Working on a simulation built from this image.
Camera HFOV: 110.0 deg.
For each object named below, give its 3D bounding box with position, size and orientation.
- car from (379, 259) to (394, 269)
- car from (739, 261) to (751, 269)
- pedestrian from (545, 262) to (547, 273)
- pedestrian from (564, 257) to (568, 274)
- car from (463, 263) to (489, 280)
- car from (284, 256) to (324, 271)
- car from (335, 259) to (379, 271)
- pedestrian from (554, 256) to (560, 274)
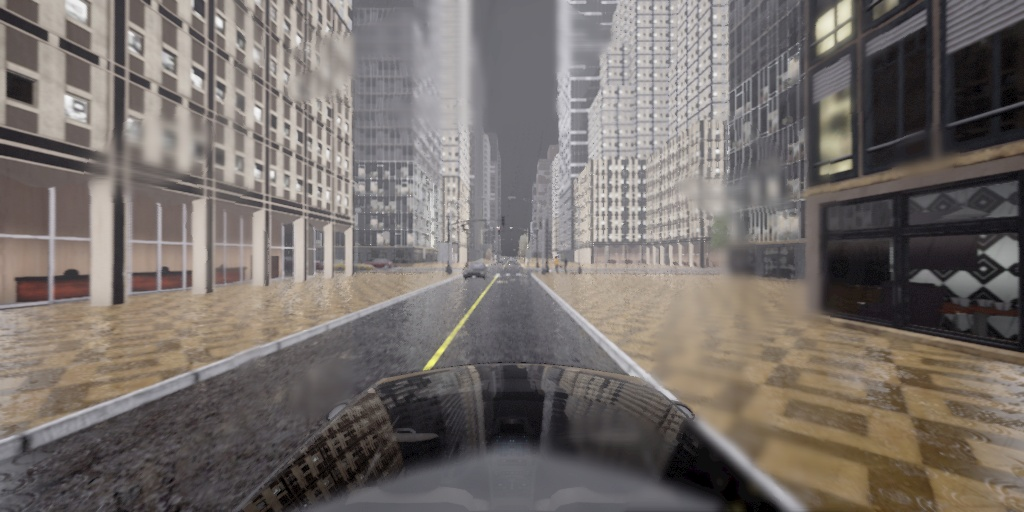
[{"bbox_3d":[-19.202,1.102,51.373,4.097,1.591,1.967,0,0,-1],"label":"car"},{"bbox_3d":[35.979,1.230,52.137,5.009,1.841,2.192,0,0,-1],"label":"car"},{"bbox_3d":[3.641,0.881,38.303,0.375,1.860,0.375,0,0,0],"label":"pedestrian"},{"bbox_3d":[5.641,0.970,37.703,0.375,1.860,0.375,0,0,0],"label":"pedestrian"},{"bbox_3d":[-3.044,1.292,31.526,2.033,1.411,5.357,0,0,1],"label":"car"},{"bbox_3d":[-24.741,0.914,42.672,5.009,1.841,2.192,0,0,-1],"label":"car"},{"bbox_3d":[-18.893,1.158,42.737,4.829,1.417,1.751,0,0,-1],"label":"car"},{"bbox_3d":[4.640,0.913,37.103,0.375,1.860,0.375,0,0,0],"label":"pedestrian"}]
